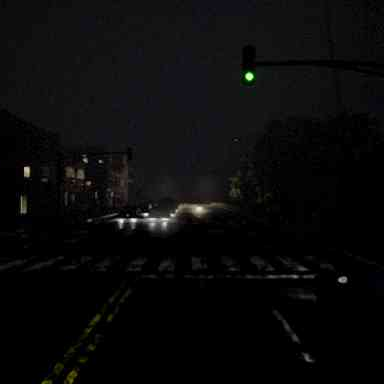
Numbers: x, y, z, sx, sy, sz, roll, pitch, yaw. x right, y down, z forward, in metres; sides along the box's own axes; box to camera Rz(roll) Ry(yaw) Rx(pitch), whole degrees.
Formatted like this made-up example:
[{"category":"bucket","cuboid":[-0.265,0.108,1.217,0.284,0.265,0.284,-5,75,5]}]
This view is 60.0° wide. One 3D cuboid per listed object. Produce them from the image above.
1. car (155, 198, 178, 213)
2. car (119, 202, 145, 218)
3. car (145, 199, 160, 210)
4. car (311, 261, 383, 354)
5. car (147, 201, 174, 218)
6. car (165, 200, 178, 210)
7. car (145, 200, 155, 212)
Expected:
[{"category":"car","cuboid":[-3.392,1.825,46.378,2.150,2.045,5.566,0,-1,0]},{"category":"car","cuboid":[-6.641,2.018,36.120,2.033,1.411,5.357,0,-1,-4]},{"category":"car","cuboid":[-6.657,2.088,56.458,2.097,1.767,4.553,0,-1,0]},{"category":"car","cuboid":[3.353,1.605,4.315,2.033,1.411,5.357,0,-1,0]},{"category":"car","cuboid":[-3.363,2.033,36.013,1.994,1.385,4.181,0,-1,0]},{"category":"car","cuboid":[-3.411,2.210,56.240,1.882,1.535,5.008,0,-1,1]},{"category":"car","cuboid":[-6.641,2.149,46.197,2.033,1.411,5.357,0,-1,0]}]
